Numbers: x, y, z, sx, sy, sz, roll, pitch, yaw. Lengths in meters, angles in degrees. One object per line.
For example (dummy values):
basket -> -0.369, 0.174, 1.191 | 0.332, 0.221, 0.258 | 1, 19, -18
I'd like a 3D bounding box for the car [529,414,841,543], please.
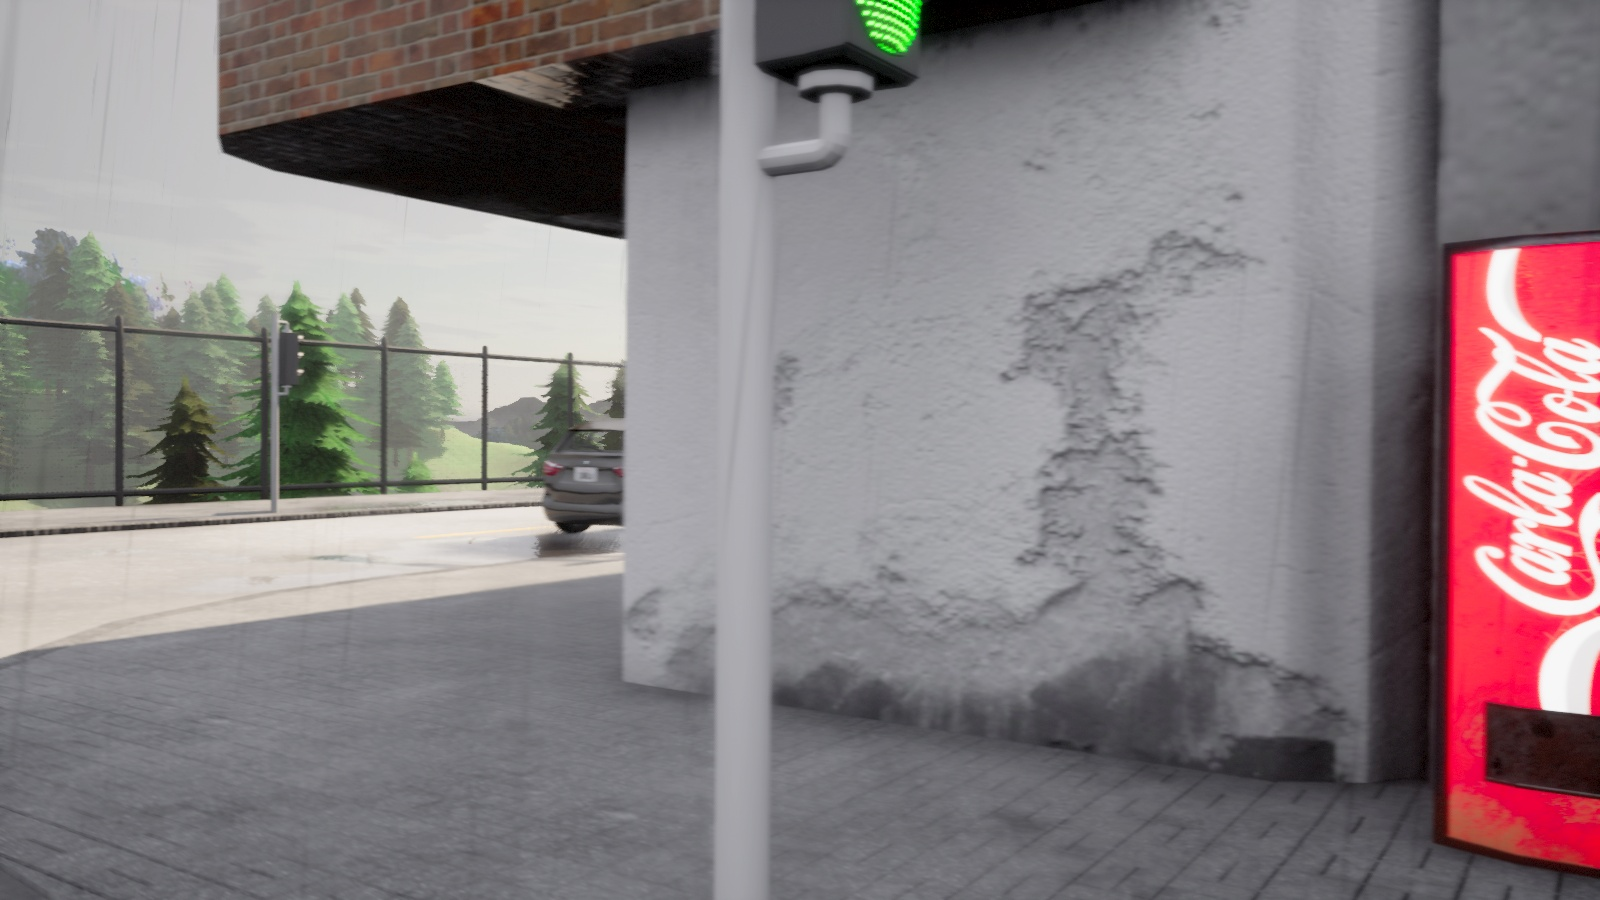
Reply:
car -> -1.559, 0.334, 18.766 | 2.242, 1.667, 4.611 | 0, 1, 33
